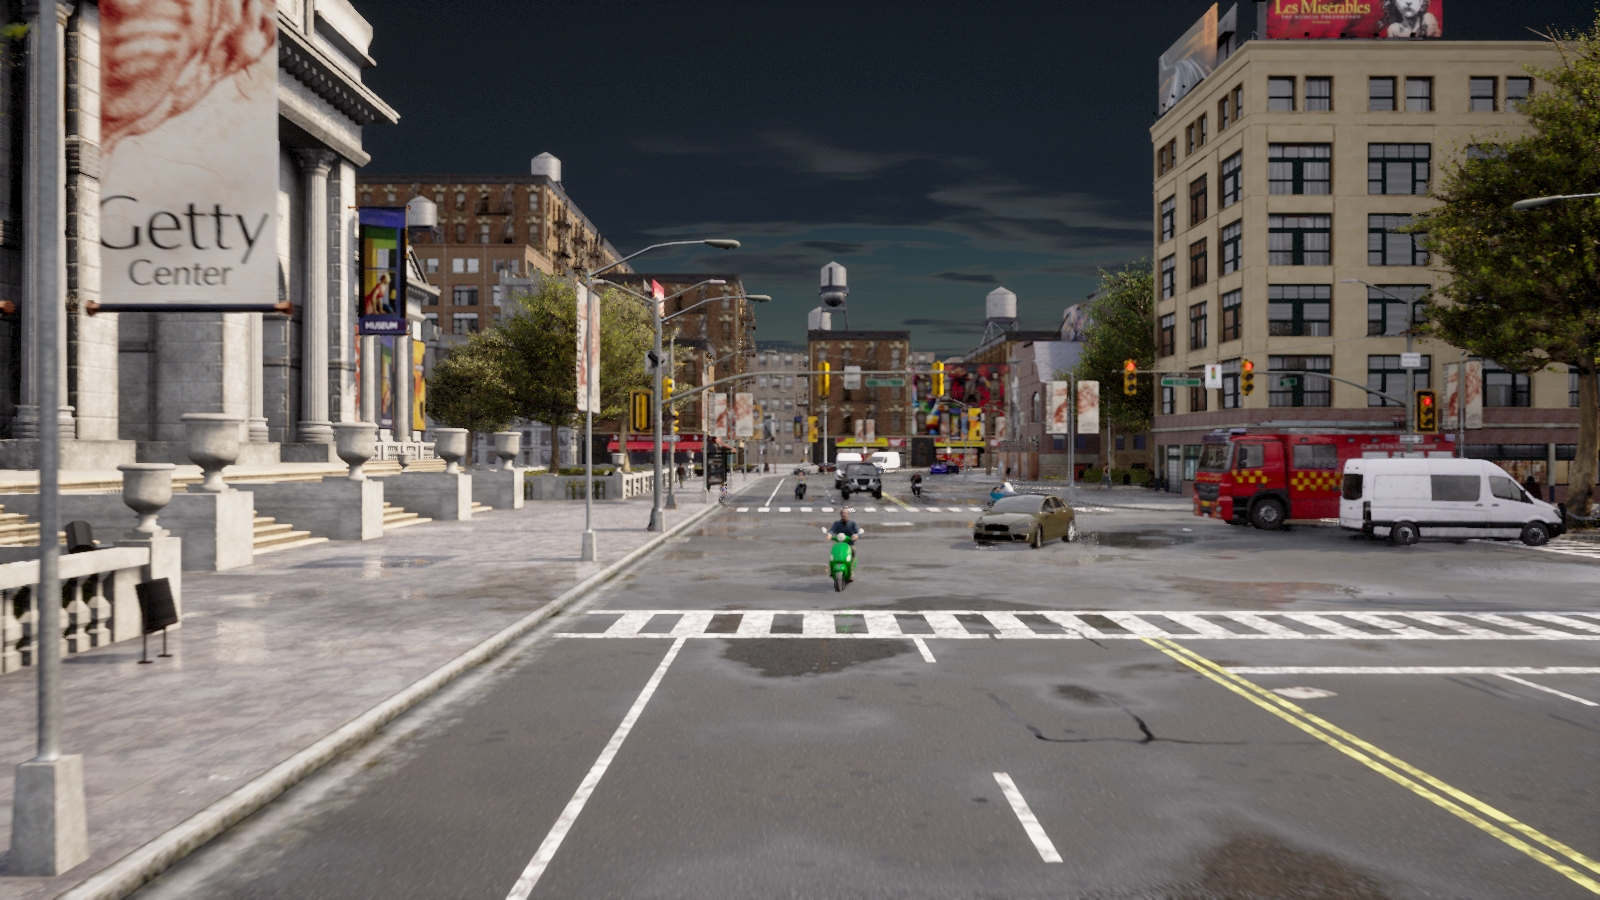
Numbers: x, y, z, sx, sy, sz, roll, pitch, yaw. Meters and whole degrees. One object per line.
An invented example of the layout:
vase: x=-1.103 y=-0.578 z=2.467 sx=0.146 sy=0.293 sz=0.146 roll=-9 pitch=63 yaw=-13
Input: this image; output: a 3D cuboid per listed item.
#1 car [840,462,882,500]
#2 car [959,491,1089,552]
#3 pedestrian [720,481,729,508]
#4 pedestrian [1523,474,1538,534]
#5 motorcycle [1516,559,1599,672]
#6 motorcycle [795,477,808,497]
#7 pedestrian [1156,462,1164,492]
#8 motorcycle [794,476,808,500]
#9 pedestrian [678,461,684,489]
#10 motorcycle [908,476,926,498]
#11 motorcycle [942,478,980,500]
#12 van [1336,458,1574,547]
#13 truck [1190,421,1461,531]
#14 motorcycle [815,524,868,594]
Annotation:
car: x=3.535 y=1.778 z=66.944 sx=2.150 sy=2.045 sz=5.566 roll=0 pitch=0 yaw=0
car: x=6.721 y=2.060 z=33.874 sx=2.231 sy=1.480 sz=4.892 roll=-1 pitch=0 yaw=31
pedestrian: x=-3.627 y=2.127 z=54.922 sx=0.375 sy=1.300 sz=0.375 roll=0 pitch=0 yaw=-1
pedestrian: x=23.106 y=1.703 z=36.141 sx=0.375 sy=1.860 sz=0.375 roll=0 pitch=0 yaw=29
motorcycle: x=10.466 y=2.169 z=14.871 sx=0.764 sy=1.277 sz=2.356 roll=0 pitch=0 yaw=-1
motorcycle: x=0.090 y=2.211 z=69.379 sx=0.803 sy=1.145 sz=2.033 roll=0 pitch=0 yaw=0
pedestrian: x=22.744 y=1.694 z=72.198 sx=0.375 sy=1.860 sz=0.375 roll=0 pitch=0 yaw=1
motorcycle: x=0.072 y=2.168 z=65.227 sx=0.764 sy=1.277 sz=2.356 roll=0 pitch=0 yaw=0
pedestrian: x=-8.013 y=1.694 z=76.929 sx=0.375 sy=1.860 sz=0.375 roll=0 pitch=0 yaw=-15
motorcycle: x=7.005 y=2.203 z=68.524 sx=0.867 sy=1.251 sz=2.209 roll=0 pitch=0 yaw=1
motorcycle: x=9.072 y=2.211 z=64.421 sx=0.803 sy=1.145 sz=2.033 roll=4 pitch=-3 yaw=-40
van: x=19.531 y=1.534 z=34.279 sx=5.915 sy=2.561 sz=1.988 roll=0 pitch=0 yaw=4
truck: x=18.802 y=0.889 z=41.191 sx=8.468 sy=3.827 sz=2.891 roll=0 pitch=0 yaw=-3
motorcycle: x=0.865 y=2.181 z=23.152 sx=0.856 sy=1.236 sz=1.805 roll=1 pitch=0 yaw=9
